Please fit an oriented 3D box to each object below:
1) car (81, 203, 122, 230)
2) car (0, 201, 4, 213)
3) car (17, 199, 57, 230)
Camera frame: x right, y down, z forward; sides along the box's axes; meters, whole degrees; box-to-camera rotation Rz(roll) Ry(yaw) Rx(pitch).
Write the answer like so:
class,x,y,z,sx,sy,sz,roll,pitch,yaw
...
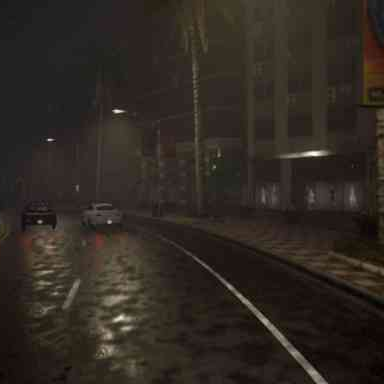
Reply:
class,x,y,z,sx,sy,sz,roll,pitch,yaw
car,-5.572,1.412,20.397,1.812,1.442,4.674,0,0,-26
car,-21.169,1.350,34.593,5.008,1.535,1.882,0,0,44
car,-9.506,1.399,20.407,2.128,1.511,4.902,0,0,-28
